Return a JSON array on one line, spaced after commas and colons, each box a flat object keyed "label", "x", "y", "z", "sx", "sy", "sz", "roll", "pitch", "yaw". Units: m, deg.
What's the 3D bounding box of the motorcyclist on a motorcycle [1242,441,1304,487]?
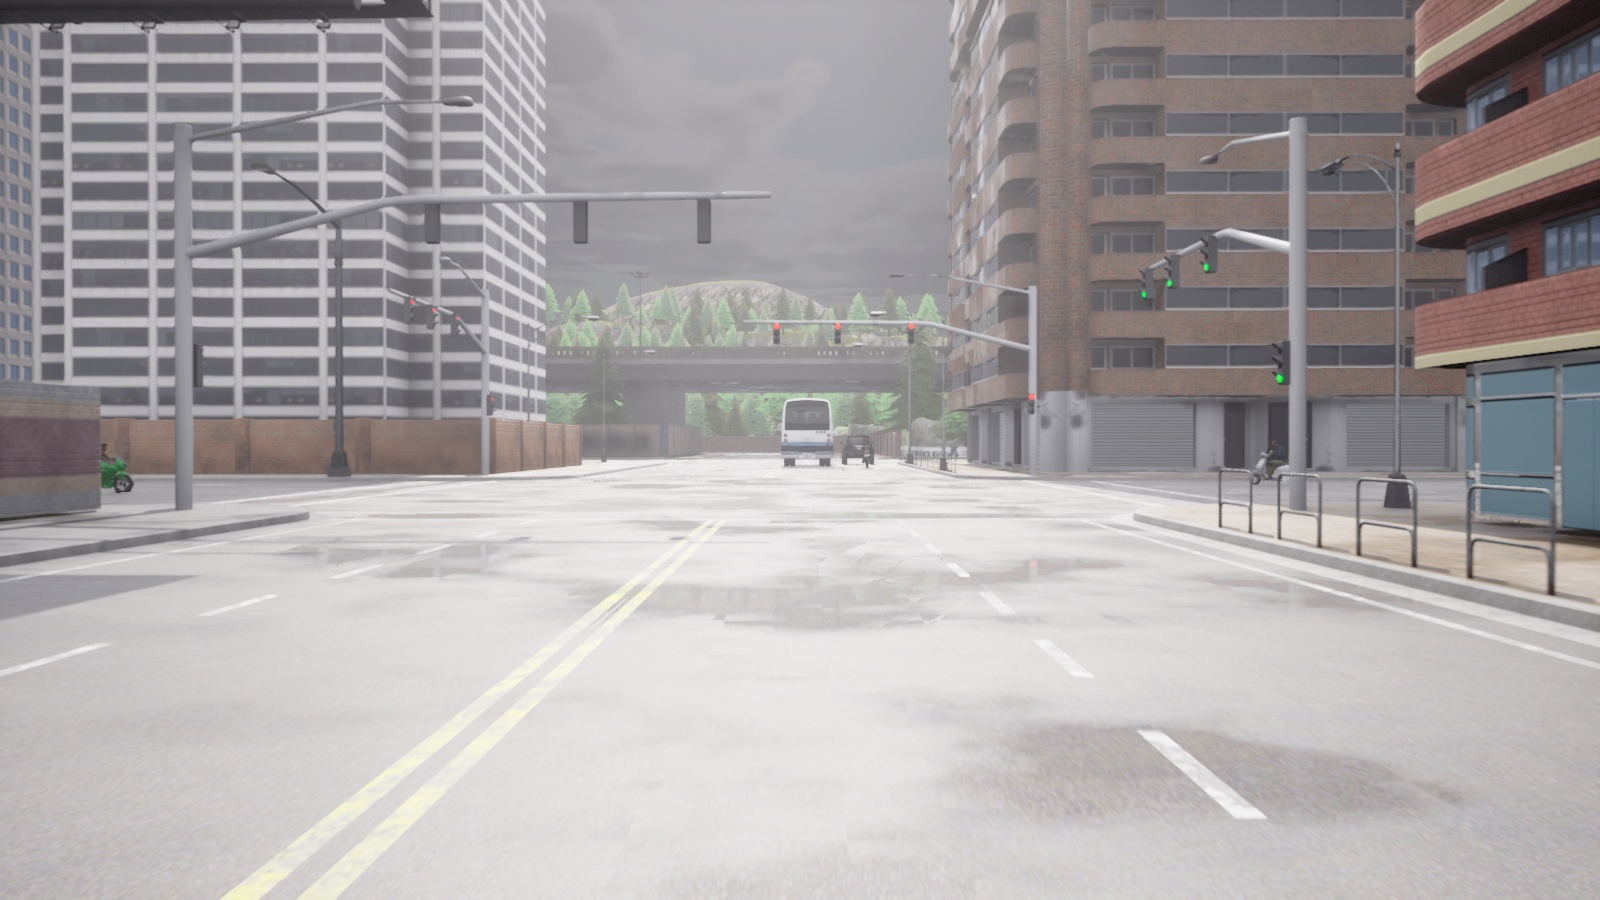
[{"label": "motorcyclist on a motorcycle", "x": 16.391, "y": 0.468, "z": 43.504, "sx": 1.817, "sy": 1.590, "sz": 0.866, "roll": 0, "pitch": 0, "yaw": 1}]

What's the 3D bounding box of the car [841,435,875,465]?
[{"label": "car", "x": 4.023, "y": -0.026, "z": 87.754, "sx": 2.150, "sy": 2.045, "sz": 5.566, "roll": 0, "pitch": 0, "yaw": 1}]

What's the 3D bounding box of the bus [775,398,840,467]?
[{"label": "bus", "x": 0.477, "y": -1.092, "z": 82.140, "sx": 3.944, "sy": 4.253, "sz": 10.273, "roll": 0, "pitch": 0, "yaw": 0}]

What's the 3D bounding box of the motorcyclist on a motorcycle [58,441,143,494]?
[{"label": "motorcyclist on a motorcycle", "x": -20.549, "y": 0.504, "z": 36.909, "sx": 2.044, "sy": 1.523, "sz": 0.797, "roll": 0, "pitch": 0, "yaw": 1}]
